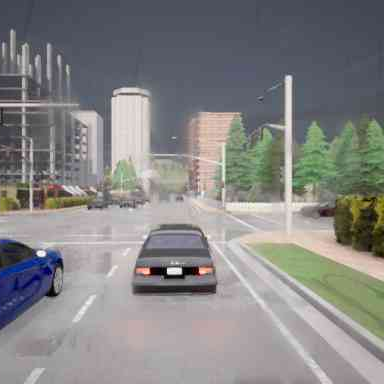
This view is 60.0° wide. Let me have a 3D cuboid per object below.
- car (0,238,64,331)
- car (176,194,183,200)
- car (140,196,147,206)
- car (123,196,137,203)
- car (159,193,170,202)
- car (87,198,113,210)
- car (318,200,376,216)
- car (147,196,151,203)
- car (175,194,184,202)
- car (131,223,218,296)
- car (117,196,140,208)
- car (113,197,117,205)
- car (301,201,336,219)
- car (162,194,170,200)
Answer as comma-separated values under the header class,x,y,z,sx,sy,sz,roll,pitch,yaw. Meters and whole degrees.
class,x,y,z,sx,sy,sz,roll,pitch,yaw
car,-3.723,1.477,5.526,1.882,1.535,5.008,0,0,-3
car,-3.167,1.318,84.873,1.837,1.490,4.892,0,0,-2
car,-9.216,1.558,56.370,1.994,1.385,4.181,0,0,-2
car,-13.164,1.532,70.905,2.033,1.411,5.357,0,0,-2
car,-6.317,1.210,75.211,2.150,2.045,5.566,0,0,-2
car,-12.278,1.543,43.820,2.033,1.411,5.357,0,0,-2
car,14.714,1.522,31.691,4.674,1.442,1.812,0,0,-1
car,-9.589,1.557,68.867,1.994,1.385,4.181,0,0,-2
car,-2.831,1.485,75.659,1.837,1.490,4.892,0,0,-2
car,-0.409,1.547,8.820,2.033,1.411,5.357,0,0,-2
car,-8.881,1.559,46.829,1.994,1.385,4.181,0,0,-2
car,-12.712,1.542,56.108,2.033,1.411,5.357,0,0,-2
car,11.779,1.475,28.178,5.008,1.535,1.882,0,0,-1
car,-6.665,1.342,84.745,1.812,1.442,4.674,0,0,-2
